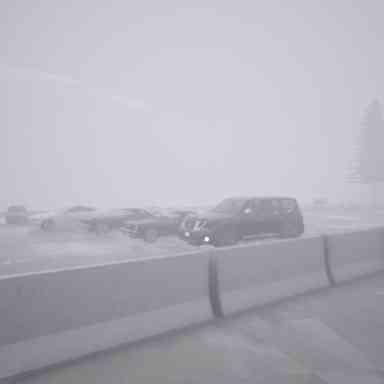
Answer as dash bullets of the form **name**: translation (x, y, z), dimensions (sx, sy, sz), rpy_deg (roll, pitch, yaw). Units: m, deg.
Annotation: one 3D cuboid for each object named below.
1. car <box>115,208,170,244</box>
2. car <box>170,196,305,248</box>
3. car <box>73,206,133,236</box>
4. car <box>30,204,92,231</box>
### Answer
- **car**: translation (-0.931, 1.570, 15.821), dimensions (4.718, 1.301, 1.895), rpy_deg (0, 0, -32)
- **car**: translation (2.186, 1.200, 13.654), dimensions (5.566, 2.045, 2.150), rpy_deg (0, 0, -32)
- **car**: translation (-3.696, 1.561, 18.201), dimensions (4.718, 1.301, 1.895), rpy_deg (0, 0, -33)
- **car**: translation (-7.172, 1.478, 20.090), dimensions (4.674, 1.442, 1.812), rpy_deg (0, 0, -33)
